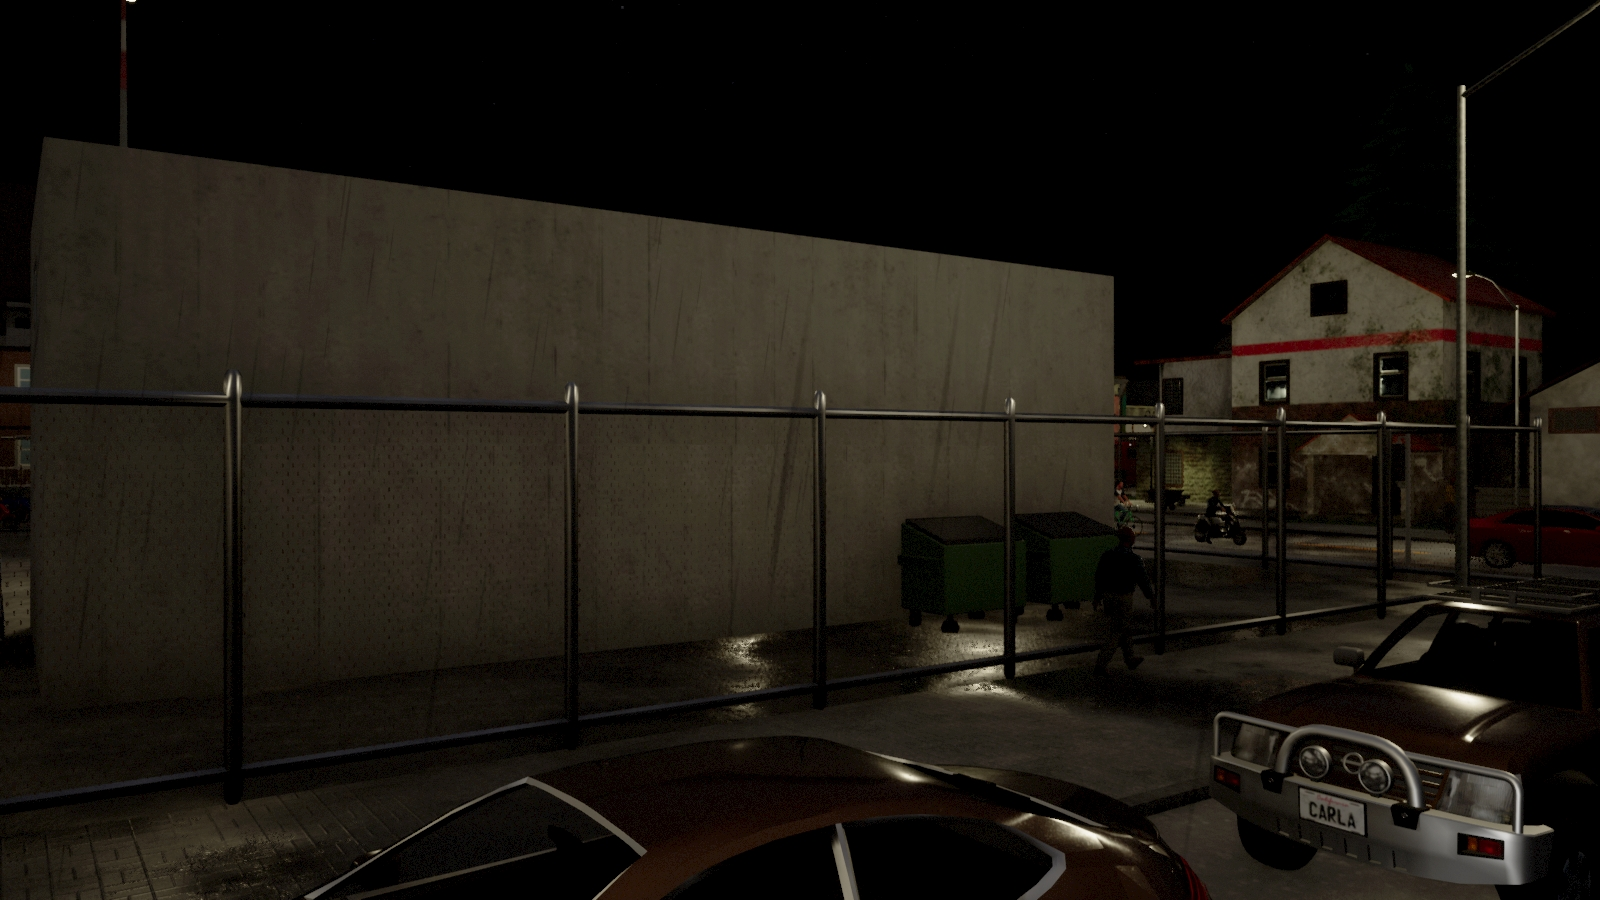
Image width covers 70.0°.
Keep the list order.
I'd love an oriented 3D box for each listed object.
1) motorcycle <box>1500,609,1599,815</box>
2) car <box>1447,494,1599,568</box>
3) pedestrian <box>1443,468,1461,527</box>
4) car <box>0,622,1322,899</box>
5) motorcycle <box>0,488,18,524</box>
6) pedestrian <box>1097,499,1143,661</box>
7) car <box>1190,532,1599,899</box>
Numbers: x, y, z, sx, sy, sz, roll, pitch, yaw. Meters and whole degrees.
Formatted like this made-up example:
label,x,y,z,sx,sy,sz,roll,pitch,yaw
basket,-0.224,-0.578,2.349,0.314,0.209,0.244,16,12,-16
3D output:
label,x,y,z,sx,sy,sz,roll,pitch,yaw
motorcycle,6.256,1.958,8.768,1.805,1.236,0.856,0,0,-35
car,17.885,1.831,26.106,2.231,1.480,4.892,0,0,-35
pedestrian,20.677,1.510,36.258,0.375,1.860,0.375,0,0,-36
car,-0.619,1.771,3.955,5.027,1.651,2.152,0,0,-35
motorcycle,-28.399,1.962,39.881,1.805,1.236,0.856,0,0,-35
pedestrian,3.783,1.520,13.520,0.375,1.860,0.375,0,0,-35
car,4.948,1.640,7.839,4.605,1.855,1.932,0,0,-35
